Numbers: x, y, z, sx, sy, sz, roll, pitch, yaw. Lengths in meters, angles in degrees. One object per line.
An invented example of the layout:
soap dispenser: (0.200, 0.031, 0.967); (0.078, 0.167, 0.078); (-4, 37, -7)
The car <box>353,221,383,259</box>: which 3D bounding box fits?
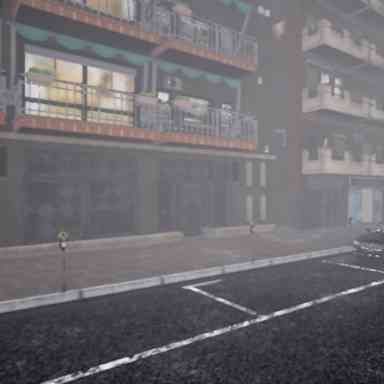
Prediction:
car: (7.509, 1.668, 11.952); (4.403, 1.369, 2.008); (1, -1, -36)
